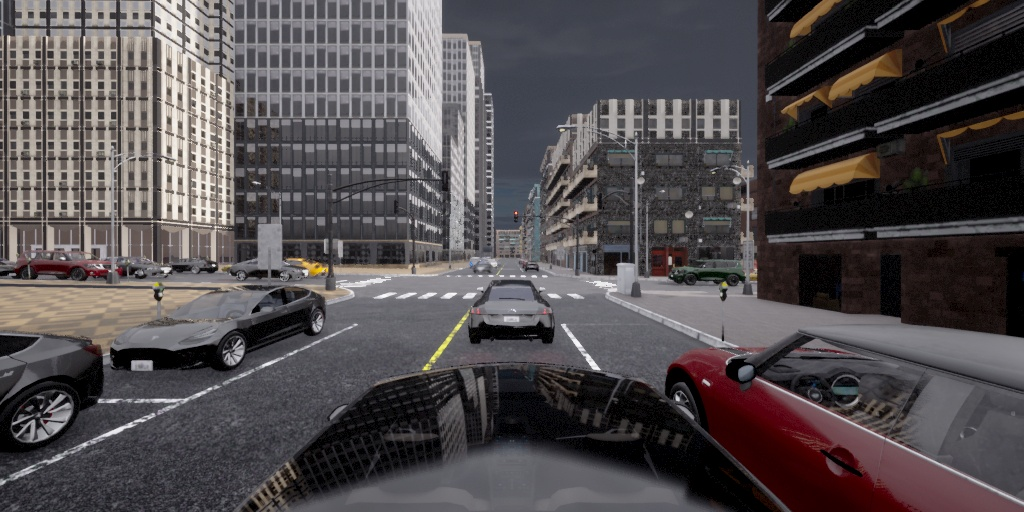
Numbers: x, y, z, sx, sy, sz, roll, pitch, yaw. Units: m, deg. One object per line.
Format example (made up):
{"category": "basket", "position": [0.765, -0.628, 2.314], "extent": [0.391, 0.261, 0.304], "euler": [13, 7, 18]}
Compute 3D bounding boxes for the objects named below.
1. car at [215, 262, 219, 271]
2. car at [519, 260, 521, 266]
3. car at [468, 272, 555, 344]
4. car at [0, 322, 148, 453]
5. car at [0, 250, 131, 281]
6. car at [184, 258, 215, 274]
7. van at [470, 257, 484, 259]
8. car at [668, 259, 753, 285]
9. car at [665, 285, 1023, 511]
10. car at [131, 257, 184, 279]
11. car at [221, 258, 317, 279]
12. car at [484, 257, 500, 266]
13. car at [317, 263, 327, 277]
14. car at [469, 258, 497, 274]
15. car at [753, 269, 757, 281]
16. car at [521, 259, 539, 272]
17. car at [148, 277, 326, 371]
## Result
{"category": "car", "position": [-22.122, 0.880, 30.753], "extent": [4.829, 1.417, 1.751], "euler": [0, 0, -1]}
{"category": "car", "position": [2.538, 1.301, 57.336], "extent": [1.888, 1.381, 4.507], "euler": [0, 0, 0]}
{"category": "car", "position": [-0.017, 1.314, 9.634], "extent": [1.994, 1.385, 4.181], "euler": [0, 0, 0]}
{"category": "car", "position": [-5.688, 1.316, 2.455], "extent": [1.948, 1.339, 4.313], "euler": [0, 0, 0]}
{"category": "car", "position": [-27.440, 0.590, 22.208], "extent": [5.009, 1.841, 2.192], "euler": [0, 0, -1]}
{"category": "car", "position": [-27.566, 0.815, 30.589], "extent": [4.313, 1.339, 1.948], "euler": [0, 0, -1]}
{"category": "van", "position": [-5.843, 1.097, 57.312], "extent": [1.690, 1.789, 3.998], "euler": [0, 0, 0]}
{"category": "car", "position": [15.509, 1.290, 28.602], "extent": [5.566, 2.045, 2.150], "euler": [1, 0, -1]}
{"category": "car", "position": [2.692, 1.190, 2.479], "extent": [1.967, 1.591, 4.097], "euler": [0, 0, 0]}
{"category": "car", "position": [-26.364, 0.780, 24.816], "extent": [4.902, 1.511, 2.128], "euler": [1, 0, -1]}
{"category": "car", "position": [-16.791, 0.959, 24.954], "extent": [4.902, 1.511, 2.128], "euler": [1, 0, -1]}
{"category": "car", "position": [-3.239, 1.281, 55.667], "extent": [1.812, 1.442, 4.674], "euler": [0, 0, 0]}
{"category": "car", "position": [-17.235, 0.928, 28.094], "extent": [5.008, 1.535, 1.882], "euler": [1, 0, -1]}
{"category": "car", "position": [-3.268, 1.244, 40.657], "extent": [2.128, 1.511, 4.902], "euler": [0, 0, 2]}
{"category": "car", "position": [21.286, 1.698, 31.278], "extent": [4.829, 1.417, 1.751], "euler": [0, 0, -1]}
{"category": "car", "position": [2.566, 1.319, 47.369], "extent": [1.948, 1.339, 4.313], "euler": [0, 0, 0]}
{"category": "car", "position": [-5.703, 1.315, 7.701], "extent": [1.948, 1.339, 4.313], "euler": [0, 0, 0]}
